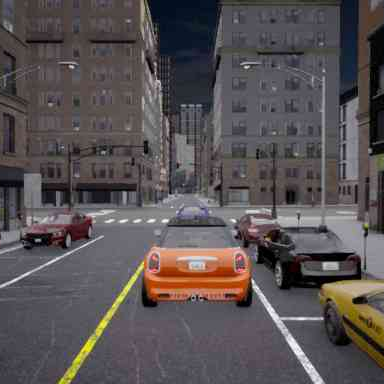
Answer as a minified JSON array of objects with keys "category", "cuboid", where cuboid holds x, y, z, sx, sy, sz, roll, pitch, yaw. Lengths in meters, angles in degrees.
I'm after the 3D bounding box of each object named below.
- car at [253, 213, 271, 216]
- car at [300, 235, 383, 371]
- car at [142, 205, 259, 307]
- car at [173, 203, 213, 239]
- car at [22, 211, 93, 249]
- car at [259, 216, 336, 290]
[{"category":"car","cuboid":[2.858,1.578,14.529,1.802,1.307,4.206,-1,0,0]},{"category":"car","cuboid":[2.864,1.524,3.527,1.752,1.417,4.829,-1,0,0]},{"category":"car","cuboid":[0.092,1.350,8.138,2.097,1.767,4.553,0,0,0]},{"category":"car","cuboid":[0.090,1.472,18.426,1.882,1.535,5.008,0,0,1]},{"category":"car","cuboid":[-5.687,1.541,14.521,1.887,1.381,4.507,-1,0,0]},{"category":"car","cuboid":[2.861,1.563,8.943,1.947,1.339,4.313,-1,0,0]}]
